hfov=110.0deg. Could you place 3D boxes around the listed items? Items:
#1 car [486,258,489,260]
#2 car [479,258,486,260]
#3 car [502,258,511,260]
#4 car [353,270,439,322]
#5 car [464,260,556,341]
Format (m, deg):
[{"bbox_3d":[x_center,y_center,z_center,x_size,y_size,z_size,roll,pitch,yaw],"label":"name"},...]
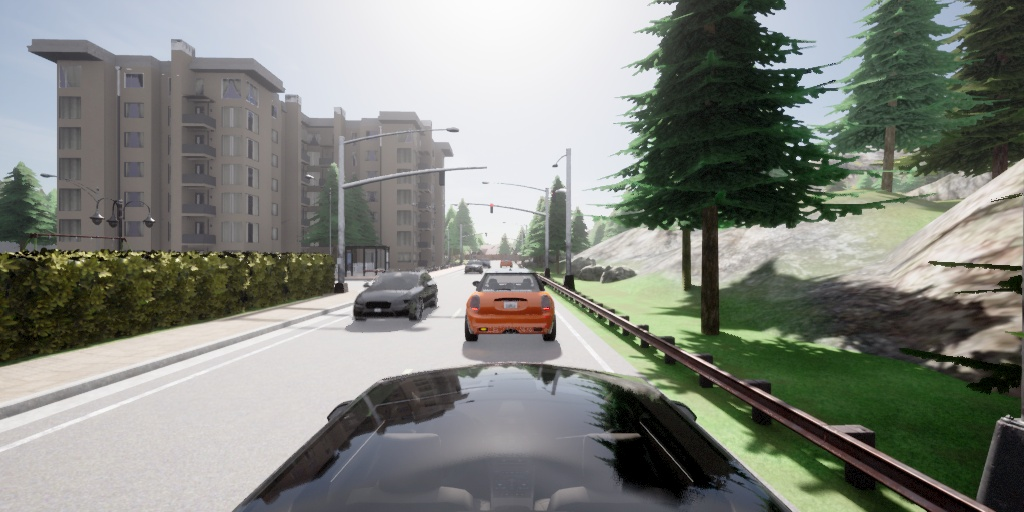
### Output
[{"bbox_3d":[-4.553,1.100,57.727,2.097,1.767,4.553,0,0,-1],"label":"car"},{"bbox_3d":[-4.286,1.254,40.795,1.837,1.490,4.892,0,0,-1],"label":"car"},{"bbox_3d":[-0.959,1.102,61.268,2.097,1.767,4.553,0,0,-1],"label":"car"},{"bbox_3d":[-3.771,1.255,12.378,1.837,1.490,4.892,0,0,-1],"label":"car"},{"bbox_3d":[-0.057,1.102,10.012,2.097,1.767,4.553,0,0,-1],"label":"car"}]
